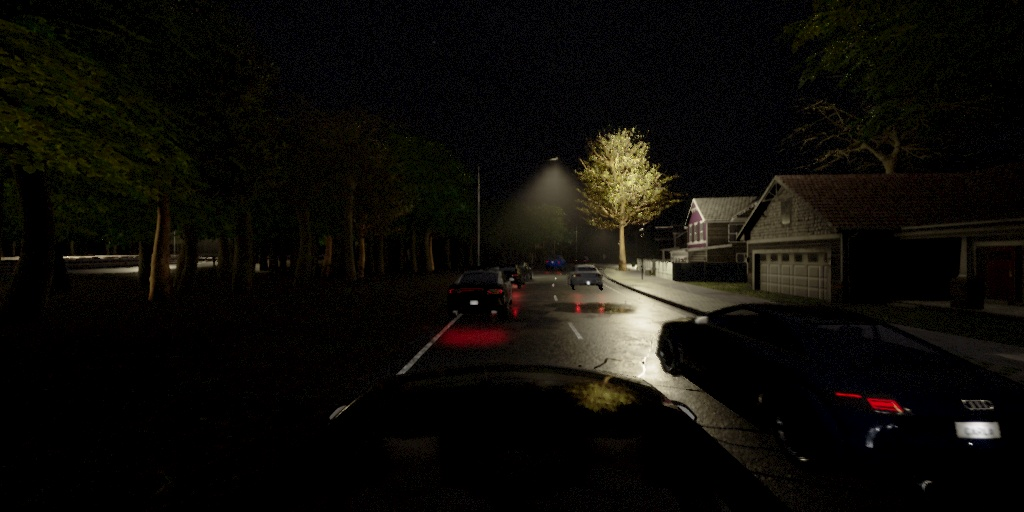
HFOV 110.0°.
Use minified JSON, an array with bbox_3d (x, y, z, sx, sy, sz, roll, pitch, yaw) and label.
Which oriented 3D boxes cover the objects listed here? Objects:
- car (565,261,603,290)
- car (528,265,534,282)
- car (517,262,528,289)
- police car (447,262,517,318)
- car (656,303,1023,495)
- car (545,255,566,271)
[{"bbox_3d":[4.510,1.255,22.288,1.812,1.442,4.674,0,0,6],"label":"car"},{"bbox_3d":[0.594,1.231,28.837,1.837,1.490,4.892,0,0,9],"label":"car"},{"bbox_3d":[-0.192,1.257,22.917,1.812,1.442,4.674,0,0,6],"label":"car"},{"bbox_3d":[-0.987,1.165,13.105,1.930,1.638,5.238,0,0,3],"label":"police car"},{"bbox_3d":[3.591,1.312,4.780,1.994,1.385,4.181,0,0,0],"label":"car"},{"bbox_3d":[5.990,0.926,48.313,2.150,2.045,5.566,0,0,18],"label":"car"}]
